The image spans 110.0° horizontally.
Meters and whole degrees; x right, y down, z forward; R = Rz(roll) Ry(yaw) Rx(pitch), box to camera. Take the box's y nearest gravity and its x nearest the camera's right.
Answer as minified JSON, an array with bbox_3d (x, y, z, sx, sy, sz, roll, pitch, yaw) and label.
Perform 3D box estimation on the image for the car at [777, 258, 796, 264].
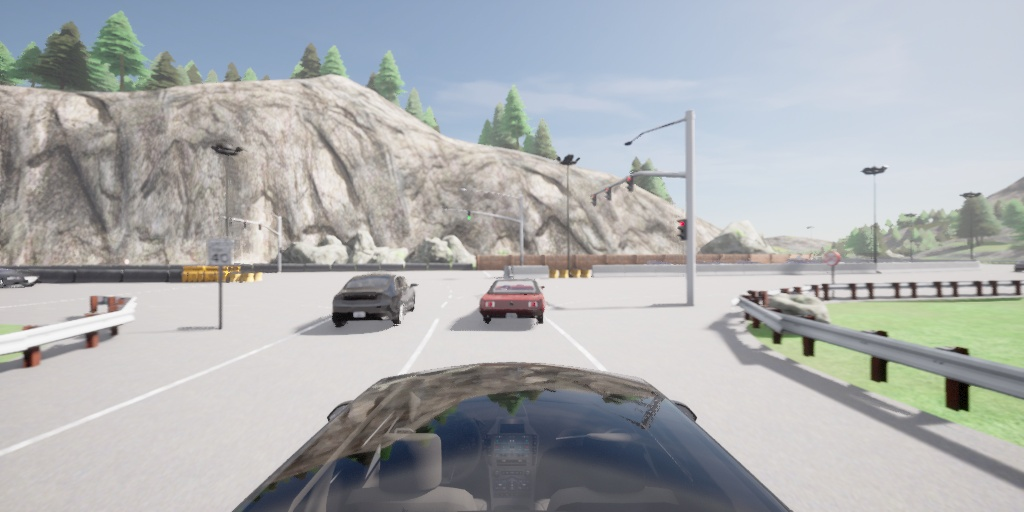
[{"bbox_3d":[38.750,1.128,49.308,4.553,1.767,2.097,0,0,-11],"label":"car"}]

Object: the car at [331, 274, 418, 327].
[{"bbox_3d":[-4.362,1.326,11.921,1.837,1.490,4.892,0,0,-7],"label":"car"}]

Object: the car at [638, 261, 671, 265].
[{"bbox_3d":[21.173,1.426,53.699,5.357,1.411,2.033,0,0,-7],"label":"car"}]

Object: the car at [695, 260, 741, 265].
[{"bbox_3d":[24.798,1.343,43.610,4.674,1.442,1.812,0,0,-8],"label":"car"}]

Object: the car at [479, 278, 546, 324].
[{"bbox_3d":[0.189,1.400,12.267,1.895,1.301,4.718,0,0,5],"label":"car"}]

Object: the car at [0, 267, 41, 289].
[{"bbox_3d":[-35.741,1.475,24.564,4.902,1.511,2.128,0,0,-8],"label":"car"}]

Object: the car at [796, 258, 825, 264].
[{"bbox_3d":[39.694,1.235,45.983,5.008,1.535,1.882,0,0,-11],"label":"car"}]
